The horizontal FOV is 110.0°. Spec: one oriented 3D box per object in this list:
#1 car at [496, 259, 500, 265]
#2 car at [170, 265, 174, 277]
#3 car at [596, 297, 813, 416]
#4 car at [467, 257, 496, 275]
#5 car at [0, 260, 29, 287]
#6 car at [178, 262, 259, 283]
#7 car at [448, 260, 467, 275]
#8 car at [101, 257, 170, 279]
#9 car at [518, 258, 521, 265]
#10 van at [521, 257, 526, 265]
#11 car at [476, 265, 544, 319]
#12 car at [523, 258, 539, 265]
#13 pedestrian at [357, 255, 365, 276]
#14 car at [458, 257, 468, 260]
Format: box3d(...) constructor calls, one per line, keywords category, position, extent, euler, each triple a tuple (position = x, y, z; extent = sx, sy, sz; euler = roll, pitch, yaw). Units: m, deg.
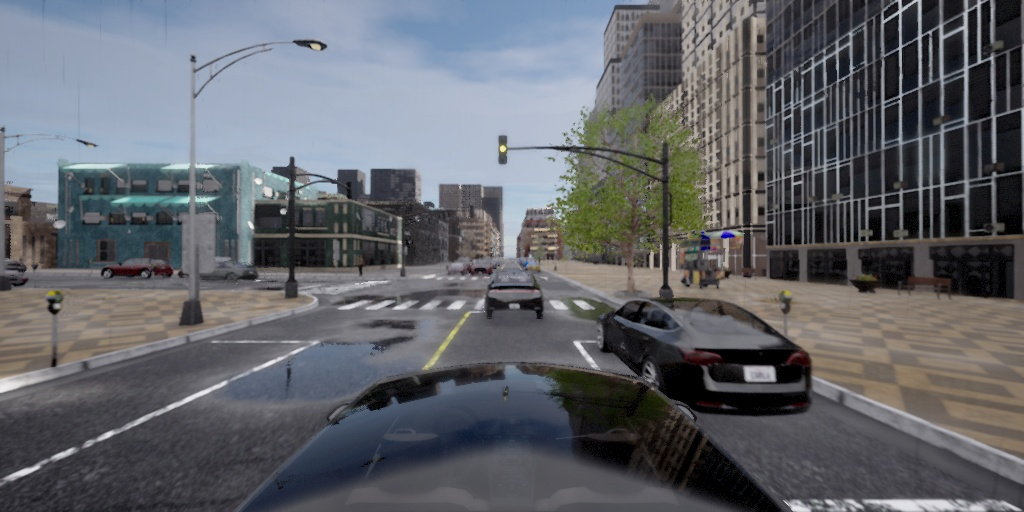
box3d(category="car", position=(-3.196, 1.262, 51.850), extent=(2.128, 1.511, 4.902), euler=(0, 0, 0))
box3d(category="car", position=(-22.884, 1.097, 27.296), extent=(4.207, 1.307, 1.802), euler=(0, 0, -1))
box3d(category="car", position=(2.682, 1.317, 5.971), extent=(1.948, 1.339, 4.313), euler=(0, 0, 0))
box3d(category="car", position=(-3.181, 1.117, 38.234), extent=(2.097, 1.767, 4.553), euler=(0, 0, 0))
box3d(category="car", position=(-28.291, 0.985, 18.825), extent=(4.207, 1.307, 1.802), euler=(0, 0, -1))
box3d(category="car", position=(-19.975, 1.101, 24.705), extent=(4.181, 1.385, 1.994), euler=(1, 0, 0))
box3d(category="car", position=(-5.780, 1.346, 38.425), extent=(1.802, 1.307, 4.207), euler=(0, 0, 0))
box3d(category="car", position=(-28.431, 0.886, 27.204), extent=(4.097, 1.591, 1.967), euler=(0, 0, -1))
box3d(category="car", position=(2.544, 1.325, 60.653), extent=(2.007, 1.370, 4.403), euler=(0, 0, 0))
box3d(category="van", position=(2.572, 1.110, 49.551), extent=(1.690, 1.789, 3.998), euler=(0, 0, 0))
box3d(category="car", position=(0.075, 1.247, 12.866), extent=(2.128, 1.511, 4.902), euler=(0, 0, 0))
box3d(category="car", position=(2.586, 1.292, 44.170), extent=(1.751, 1.417, 4.829), euler=(0, 0, 0))
box3d(category="pedestrian", position=(-12.820, 0.797, 30.413), extent=(0.375, 1.860, 0.375), euler=(0, -1, -1))
box3d(category="car", position=(-5.794, 1.081, 43.976), extent=(2.192, 1.841, 5.009), euler=(0, 0, 0))
